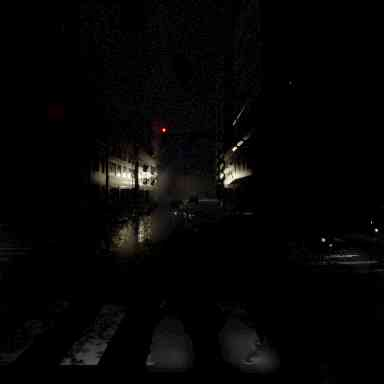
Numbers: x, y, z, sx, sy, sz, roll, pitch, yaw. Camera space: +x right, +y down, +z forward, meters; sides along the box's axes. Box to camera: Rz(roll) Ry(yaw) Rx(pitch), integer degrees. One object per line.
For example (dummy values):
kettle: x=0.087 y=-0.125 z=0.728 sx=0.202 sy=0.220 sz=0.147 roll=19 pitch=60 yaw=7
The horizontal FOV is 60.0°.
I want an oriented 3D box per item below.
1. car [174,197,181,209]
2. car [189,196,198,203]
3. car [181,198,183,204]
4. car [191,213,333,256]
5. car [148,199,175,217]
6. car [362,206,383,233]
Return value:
car: x=-2.944 y=1.623 z=46.116 sx=1.895 sy=1.301 sz=4.718 roll=0 pitch=0 yaw=0
car: x=0.297 y=1.546 z=71.084 sx=1.882 sy=1.535 sz=5.008 roll=0 pitch=0 yaw=0
car: x=-2.797 y=1.686 z=64.823 sx=1.895 sy=1.301 sz=4.718 roll=0 pitch=0 yaw=0
car: x=2.598 y=1.533 z=13.112 sx=5.357 sy=1.411 sz=2.033 roll=-1 pitch=0 yaw=31
car: x=-2.997 y=1.571 z=31.643 sx=1.994 sy=1.385 sz=4.181 roll=0 pitch=0 yaw=0
car: x=11.369 y=1.383 z=15.707 sx=5.357 sy=1.411 sz=2.033 roll=-1 pitch=0 yaw=0
